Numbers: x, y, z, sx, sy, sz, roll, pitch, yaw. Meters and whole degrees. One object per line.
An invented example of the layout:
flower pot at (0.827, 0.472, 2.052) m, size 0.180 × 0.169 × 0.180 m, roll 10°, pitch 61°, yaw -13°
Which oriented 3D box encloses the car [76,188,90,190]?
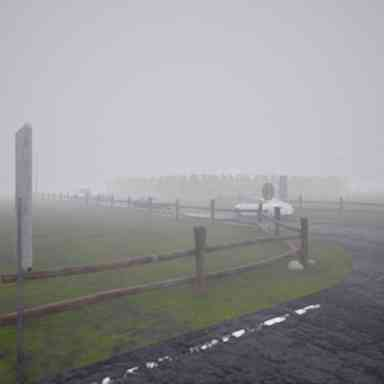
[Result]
car at (-18.907, 0.397, 56.898) m, size 2.150 × 2.045 × 5.566 m, roll 0°, pitch 1°, yaw -36°

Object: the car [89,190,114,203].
car at (-13.068, 0.782, 48.815) m, size 1.837 × 1.490 × 4.892 m, roll 0°, pitch 1°, yaw -35°

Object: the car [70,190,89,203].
car at (-16.372, 0.790, 48.574) m, size 1.812 × 1.442 × 4.674 m, roll 0°, pitch 0°, yaw -35°

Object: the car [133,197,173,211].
car at (-3.639, 1.088, 30.609) m, size 1.895 × 1.301 × 4.718 m, roll 0°, pitch 1°, yaw -36°

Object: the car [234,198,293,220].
car at (4.942, 1.115, 23.493) m, size 1.812 × 1.442 × 4.674 m, roll 0°, pitch 1°, yaw -36°
